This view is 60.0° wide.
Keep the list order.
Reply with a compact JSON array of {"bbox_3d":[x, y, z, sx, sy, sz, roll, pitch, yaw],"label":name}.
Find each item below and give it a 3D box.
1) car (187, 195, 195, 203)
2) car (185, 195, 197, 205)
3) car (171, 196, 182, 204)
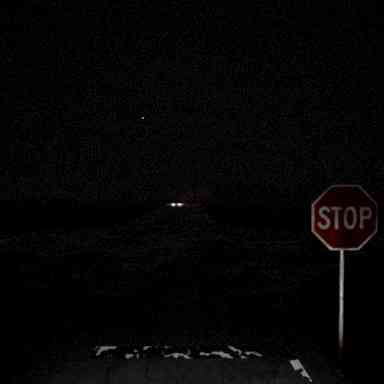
[{"bbox_3d":[-0.228,1.439,70.447,1.812,1.442,4.674,0,0,0],"label":"car"},{"bbox_3d":[-0.195,1.497,60.410,2.128,1.511,4.902,0,0,0],"label":"car"},{"bbox_3d":[-2.962,1.572,65.432,1.994,1.385,4.181,0,0,0],"label":"car"}]
